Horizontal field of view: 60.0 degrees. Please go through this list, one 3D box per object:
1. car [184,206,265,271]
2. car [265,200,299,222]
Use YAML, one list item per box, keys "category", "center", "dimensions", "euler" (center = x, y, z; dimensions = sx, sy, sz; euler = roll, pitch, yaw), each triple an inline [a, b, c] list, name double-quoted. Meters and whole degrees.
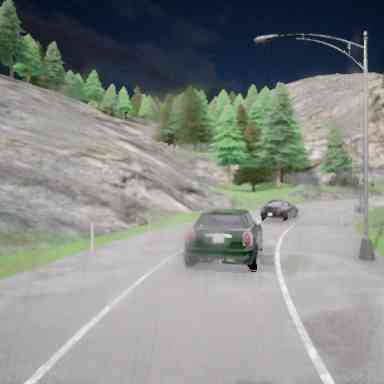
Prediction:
- category: "car"
  center: [1.228, 1.315, 11.133]
  dimensions: [2.097, 1.767, 4.553]
  euler: [0, 0, 14]
- category: "car"
  center: [6.408, 1.290, 24.312]
  dimensions: [1.812, 1.442, 4.674]
  euler: [0, 1, 31]
